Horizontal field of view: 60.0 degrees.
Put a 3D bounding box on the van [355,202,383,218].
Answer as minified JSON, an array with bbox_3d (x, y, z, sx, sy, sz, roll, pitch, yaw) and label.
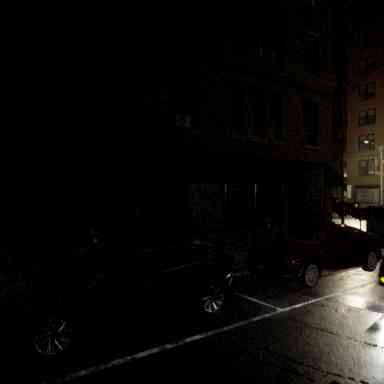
[{"bbox_3d":[8.113,1.338,12.477,3.998,1.788,1.690,0,0,-35],"label":"van"}]

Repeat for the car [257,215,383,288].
[{"bbox_3d":[3.490,1.544,9.211,4.507,1.381,1.887,0,0,-35],"label":"car"}]

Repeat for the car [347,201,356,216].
[{"bbox_3d":[14.195,1.580,24.076,1.895,1.301,4.718,0,0,-32],"label":"car"}]

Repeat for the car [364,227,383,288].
[{"bbox_3d":[6.112,1.563,7.657,4.181,1.385,1.994,0,0,-35],"label":"car"}]

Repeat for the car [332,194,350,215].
[{"bbox_3d":[13.111,1.218,31.642,2.150,2.045,5.566,0,0,-36],"label":"car"}]

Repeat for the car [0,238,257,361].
[{"bbox_3d":[-1.132,1.566,5.944,4.313,1.339,1.947,0,0,-35],"label":"car"}]
